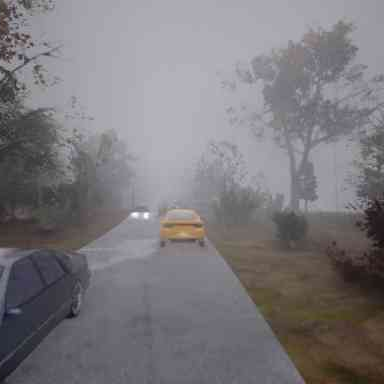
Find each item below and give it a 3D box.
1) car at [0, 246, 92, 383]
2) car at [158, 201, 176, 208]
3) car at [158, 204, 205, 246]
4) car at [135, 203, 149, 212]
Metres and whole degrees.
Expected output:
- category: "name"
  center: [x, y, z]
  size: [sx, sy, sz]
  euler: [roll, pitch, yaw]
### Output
- category: "car"
  center: [-2.936, 1.563, 4.702]
  size: [2.033, 1.411, 5.357]
  euler: [0, 0, -1]
- category: "car"
  center: [-2.614, 1.721, 36.263]
  size: [2.097, 1.767, 4.553]
  euler: [0, -1, -8]
- category: "car"
  center: [-0.516, 1.567, 15.817]
  size: [1.882, 1.535, 5.008]
  euler: [0, -1, -4]
- category: "car"
  center: [-7.055, 2.154, 46.691]
  size: [1.895, 1.301, 4.718]
  euler: [0, -1, -8]
